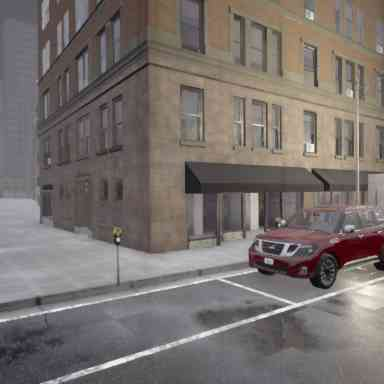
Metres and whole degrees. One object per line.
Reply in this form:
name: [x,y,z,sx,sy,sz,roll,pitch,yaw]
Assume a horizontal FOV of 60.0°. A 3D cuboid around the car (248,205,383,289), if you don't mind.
car: [3.852,1.313,9.302,5.009,1.841,2.192,0,-1,-36]
